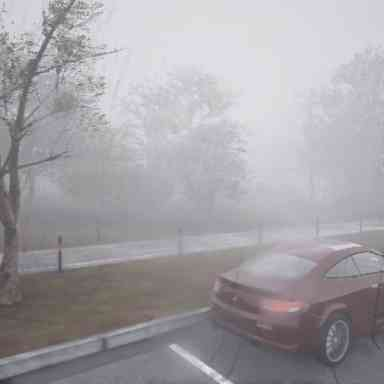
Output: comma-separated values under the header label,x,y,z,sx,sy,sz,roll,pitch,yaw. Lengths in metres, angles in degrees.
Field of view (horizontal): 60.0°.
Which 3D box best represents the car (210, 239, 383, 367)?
label,x,y,z,sx,sy,sz,roll,pitch,yaw
car,2.424,1.555,5.787,4.674,1.452,2.002,0,0,-35
